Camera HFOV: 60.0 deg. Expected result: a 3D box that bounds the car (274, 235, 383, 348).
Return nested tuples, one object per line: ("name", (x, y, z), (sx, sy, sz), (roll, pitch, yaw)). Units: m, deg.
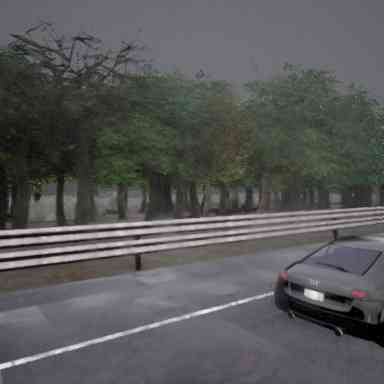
("car", (3.494, 1.532, 6.245), (4.181, 1.385, 1.994), (0, 0, -35))
